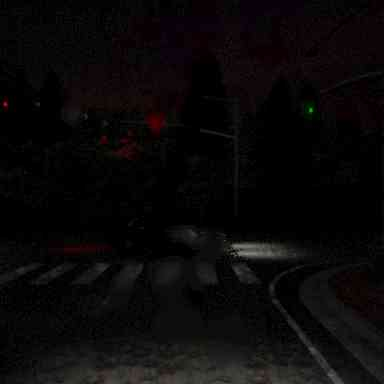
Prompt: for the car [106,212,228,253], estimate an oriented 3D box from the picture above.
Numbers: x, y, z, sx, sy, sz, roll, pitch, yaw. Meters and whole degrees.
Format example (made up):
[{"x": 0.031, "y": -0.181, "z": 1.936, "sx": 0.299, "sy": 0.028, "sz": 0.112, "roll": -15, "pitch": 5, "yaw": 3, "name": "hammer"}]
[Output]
[{"x": -0.985, "y": 1.615, "z": 13.537, "sx": 4.892, "sy": 1.490, "sz": 1.837, "roll": 0, "pitch": 0, "yaw": 0, "name": "car"}]
